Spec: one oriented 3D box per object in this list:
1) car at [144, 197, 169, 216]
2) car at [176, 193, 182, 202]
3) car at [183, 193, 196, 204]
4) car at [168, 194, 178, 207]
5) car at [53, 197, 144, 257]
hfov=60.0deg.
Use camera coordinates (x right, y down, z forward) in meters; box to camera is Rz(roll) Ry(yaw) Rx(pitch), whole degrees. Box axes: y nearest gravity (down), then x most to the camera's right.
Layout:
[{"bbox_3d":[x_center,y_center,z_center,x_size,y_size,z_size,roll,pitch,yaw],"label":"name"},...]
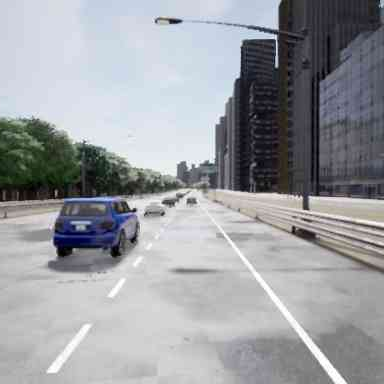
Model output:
[{"bbox_3d":[-3.550,1.538,32.777,1.812,1.442,4.674,0,0,0],"label":"car"},{"bbox_3d":[-3.761,1.586,73.340,1.994,1.385,4.181,0,0,0],"label":"car"},{"bbox_3d":[-0.112,1.522,66.642,2.128,1.511,4.902,0,0,0],"label":"car"},{"bbox_3d":[-3.633,1.533,52.791,1.837,1.490,4.892,0,0,0],"label":"car"},{"bbox_3d":[-3.507,1.223,13.159,2.150,2.045,5.566,0,0,0],"label":"car"}]
